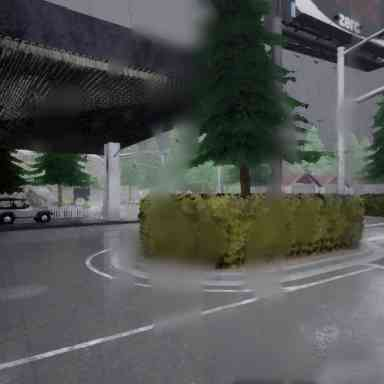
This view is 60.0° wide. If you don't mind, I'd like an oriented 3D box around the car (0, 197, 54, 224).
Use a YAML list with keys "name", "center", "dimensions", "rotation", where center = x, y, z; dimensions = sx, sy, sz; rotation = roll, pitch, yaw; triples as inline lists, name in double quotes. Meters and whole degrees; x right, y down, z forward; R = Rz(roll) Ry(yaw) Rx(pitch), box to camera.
- name: "car"
  center: [-11.986, 1.313, 23.463]
  dimensions: [3.866, 1.878, 1.905]
  rotation: [0, 0, -36]
